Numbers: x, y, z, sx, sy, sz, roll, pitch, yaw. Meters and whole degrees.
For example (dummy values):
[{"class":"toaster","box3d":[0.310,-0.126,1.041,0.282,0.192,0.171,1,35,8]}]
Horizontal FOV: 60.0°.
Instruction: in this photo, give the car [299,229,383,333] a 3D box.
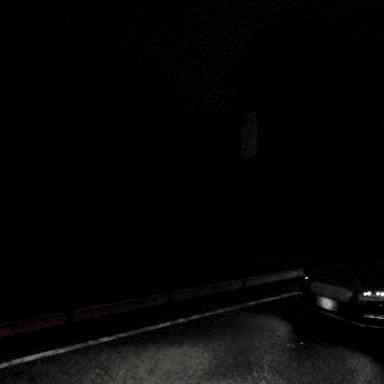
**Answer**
[{"class":"car","box3d":[4.211,1.526,6.617,4.902,1.511,2.128,0,0,-33]}]
